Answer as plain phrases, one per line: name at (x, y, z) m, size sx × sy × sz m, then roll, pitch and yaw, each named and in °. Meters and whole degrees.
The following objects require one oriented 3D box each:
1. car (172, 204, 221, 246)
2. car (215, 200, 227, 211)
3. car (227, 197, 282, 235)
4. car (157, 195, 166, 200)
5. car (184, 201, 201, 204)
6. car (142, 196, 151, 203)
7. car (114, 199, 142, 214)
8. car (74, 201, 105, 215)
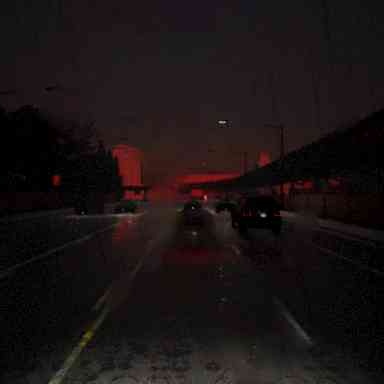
car at (0.100, 1.523, 15.511) m, size 1.882 × 1.535 × 5.008 m, roll 0°, pitch 0°, yaw 0°
car at (3.597, 1.635, 37.535) m, size 1.812 × 1.442 × 4.674 m, roll 0°, pitch 0°, yaw 0°
car at (3.599, 1.279, 19.455) m, size 2.150 × 2.045 × 5.566 m, roll 0°, pitch 0°, yaw 0°
car at (-7.005, 1.446, 77.442) m, size 1.882 × 1.535 × 5.008 m, roll 0°, pitch 0°, yaw 0°
car at (0.098, 1.672, 37.187) m, size 1.994 × 1.385 × 4.181 m, roll 0°, pitch 0°, yaw 0°
car at (-10.505, 1.675, 75.638) m, size 1.812 × 1.442 × 4.674 m, roll 0°, pitch 0°, yaw 0°
car at (-7.092, 1.669, 36.256) m, size 1.994 × 1.385 × 4.181 m, roll 0°, pitch 0°, yaw 0°
car at (-10.600, 1.649, 34.960) m, size 2.033 × 1.411 × 5.357 m, roll 0°, pitch 0°, yaw 0°
